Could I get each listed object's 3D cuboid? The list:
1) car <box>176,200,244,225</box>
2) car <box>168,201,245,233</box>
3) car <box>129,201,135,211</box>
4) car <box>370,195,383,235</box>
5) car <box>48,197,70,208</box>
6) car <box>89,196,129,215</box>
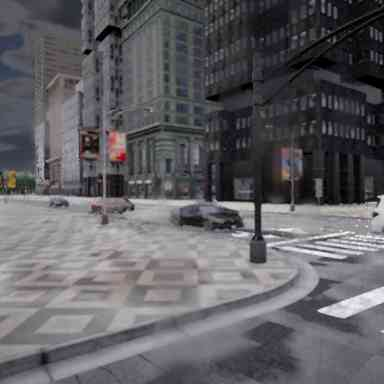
[{"bbox_3d":[1.157,1.398,24.280,2.033,1.411,5.357,-1,0,-35],"label":"car"},{"bbox_3d":[0.624,1.436,19.424,2.033,1.411,5.357,-1,0,-35],"label":"car"},{"bbox_3d":[-8.064,1.351,37.287,1.837,1.490,4.892,-1,1,-35],"label":"car"},{"bbox_3d":[9.665,1.084,12.304,2.150,2.045,5.566,-1,0,-35],"label":"car"},{"bbox_3d":[-18.907,1.434,47.090,2.033,1.411,5.357,-1,0,-35],"label":"car"},{"bbox_3d":[-8.154,1.234,31.787,2.097,1.767,4.553,-1,1,-35],"label":"car"}]
